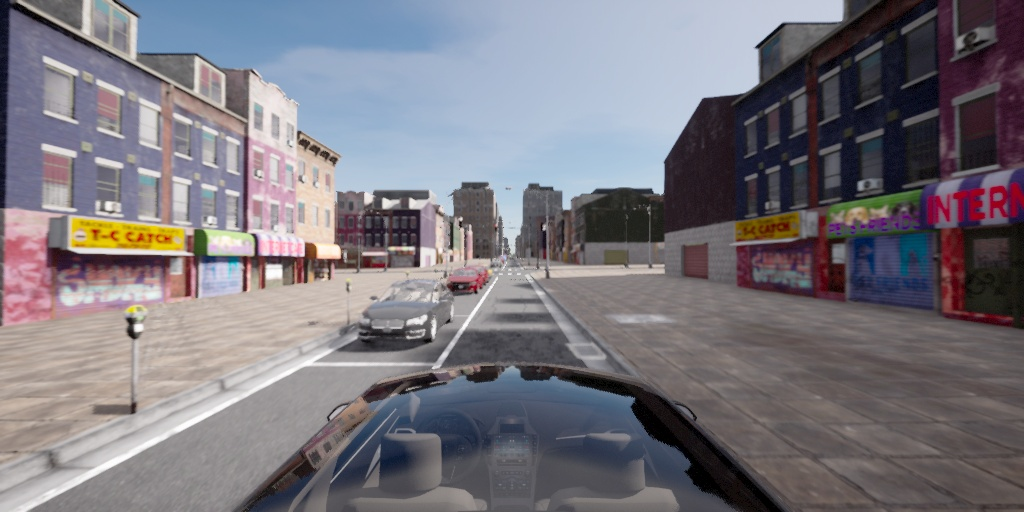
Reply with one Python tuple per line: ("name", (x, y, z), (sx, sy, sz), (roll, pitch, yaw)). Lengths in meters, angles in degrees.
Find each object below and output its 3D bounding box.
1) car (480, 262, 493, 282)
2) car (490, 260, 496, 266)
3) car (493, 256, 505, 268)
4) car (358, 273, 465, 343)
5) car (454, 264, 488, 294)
("car", (-2.645, 1.348, 26.359), (1.888, 1.381, 4.507), (0, 0, 0))
("car", (-2.646, 1.311, 31.726), (1.751, 1.417, 4.829), (0, 0, 0))
("car", (-2.654, 1.184, 58.998), (2.007, 1.370, 4.403), (0, 0, 0))
("car", (-2.640, 1.341, 9.748), (2.007, 1.370, 4.403), (0, 0, 0))
("car", (-2.643, 1.354, 20.822), (1.888, 1.381, 4.507), (0, 0, 0))
